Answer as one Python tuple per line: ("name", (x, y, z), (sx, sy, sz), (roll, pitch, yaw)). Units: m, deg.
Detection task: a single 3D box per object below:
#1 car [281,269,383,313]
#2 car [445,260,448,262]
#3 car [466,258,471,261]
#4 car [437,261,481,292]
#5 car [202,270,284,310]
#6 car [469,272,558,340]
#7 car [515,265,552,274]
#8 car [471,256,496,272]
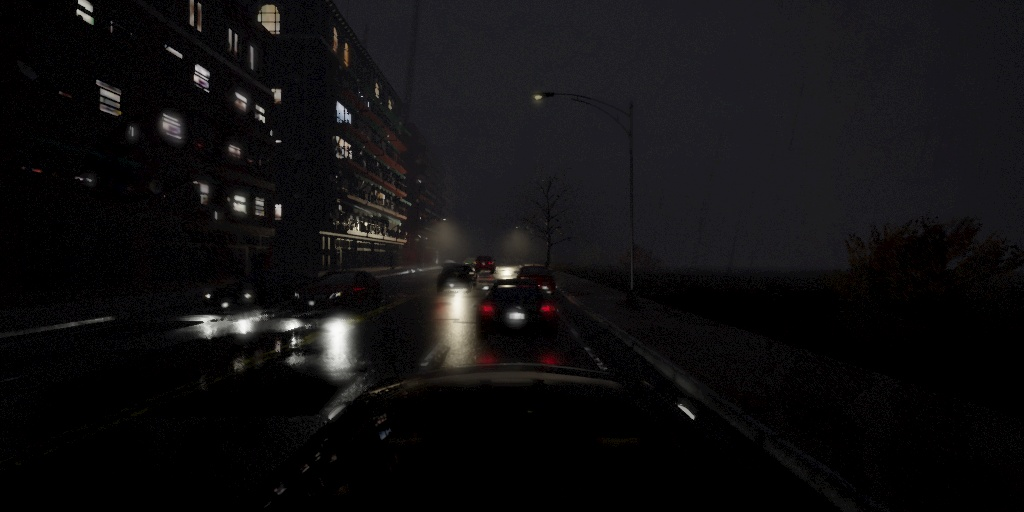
("car", (-6.603, 1.277, 14.152), (1.812, 1.442, 4.674), (0, 0, 0))
("car", (-9.790, 1.352, 55.970), (1.895, 1.301, 4.718), (0, 0, 0))
("car", (-6.534, 1.103, 57.395), (2.097, 1.767, 4.553), (0, 0, 0))
("car", (-3.133, 1.257, 21.090), (1.837, 1.490, 4.892), (0, 0, 0))
("car", (-9.837, 1.299, 14.956), (2.033, 1.411, 5.357), (0, 0, 0))
("car", (0.109, 1.315, 10.010), (1.994, 1.385, 4.181), (0, 0, 0))
("car", (1.152, 1.230, 18.930), (1.882, 1.535, 5.008), (0, 0, 0))
("car", (-3.112, 0.972, 41.937), (2.150, 2.045, 5.566), (0, 0, 0))
